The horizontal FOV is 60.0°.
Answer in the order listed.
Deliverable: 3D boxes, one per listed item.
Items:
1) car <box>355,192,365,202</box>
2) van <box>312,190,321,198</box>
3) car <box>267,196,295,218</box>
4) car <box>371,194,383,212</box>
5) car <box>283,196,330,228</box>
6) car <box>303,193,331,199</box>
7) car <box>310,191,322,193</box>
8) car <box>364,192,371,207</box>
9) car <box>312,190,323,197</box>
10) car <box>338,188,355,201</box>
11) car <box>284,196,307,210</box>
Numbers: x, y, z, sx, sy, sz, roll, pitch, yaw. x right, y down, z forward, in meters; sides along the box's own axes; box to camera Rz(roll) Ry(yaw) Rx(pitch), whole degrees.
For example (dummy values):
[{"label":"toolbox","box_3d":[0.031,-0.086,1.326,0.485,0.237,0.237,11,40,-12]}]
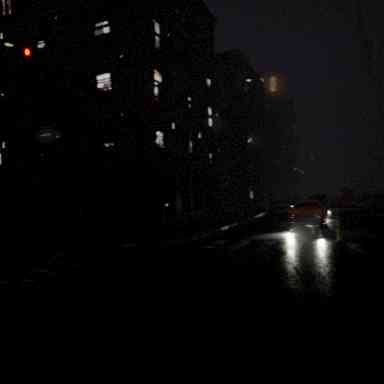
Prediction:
[{"label":"car","box_3d":[26.278,0.719,50.290,2.008,1.369,4.403,-3,0,23]},{"label":"van","box_3d":[29.821,0.456,79.756,1.690,1.788,3.998,-3,0,23]},{"label":"car","box_3d":[7.329,1.316,27.424,2.008,1.369,4.403,-2,0,23]},{"label":"car","box_3d":[17.279,1.017,29.357,1.802,1.307,4.206,-2,0,23]},{"label":"car","box_3d":[7.082,1.242,20.265,1.882,1.535,5.008,-2,0,24]},{"label":"car","box_3d":[10.956,1.138,29.292,2.128,1.511,4.902,-2,0,23]},{"label":"car","box_3d":[15.075,1.027,38.846,1.837,1.490,4.892,-2,0,23]},{"label":"car","box_3d":[19.528,0.918,34.591,2.008,1.369,4.403,-2,0,23]},{"label":"car","box_3d":[32.069,0.369,84.988,2.192,1.841,5.009,-3,0,23]},{"label":"car","box_3d":[25.715,0.419,55.571,2.150,2.045,5.566,-2,0,23]},{"label":"car","box_3d":[11.830,1.180,37.891,2.008,1.369,4.403,-2,0,23]}]
